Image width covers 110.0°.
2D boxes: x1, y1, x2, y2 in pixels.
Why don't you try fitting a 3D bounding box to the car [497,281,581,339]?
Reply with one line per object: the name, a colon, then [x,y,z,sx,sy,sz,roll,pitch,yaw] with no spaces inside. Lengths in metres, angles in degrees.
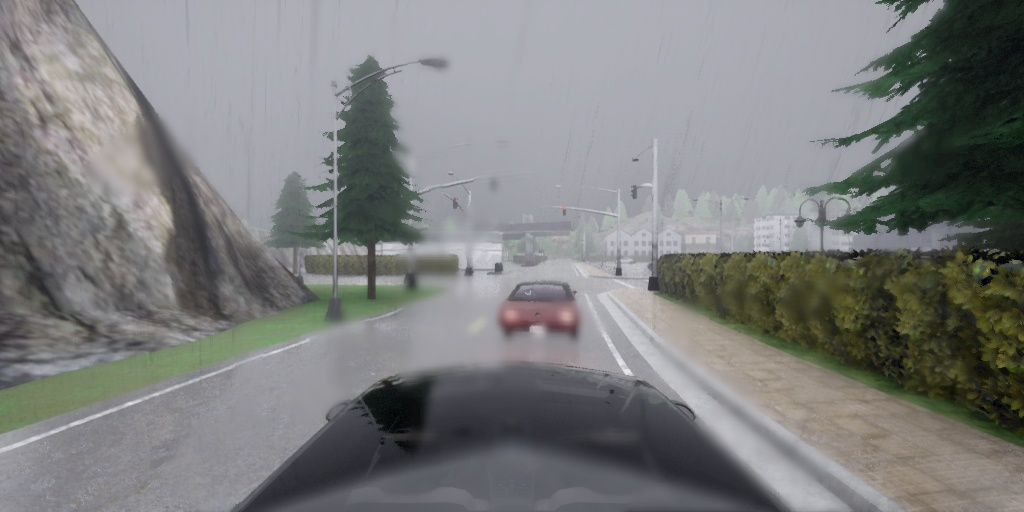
car: [0.914,1.350,10.127,1.895,1.301,4.718,0,0,8]
